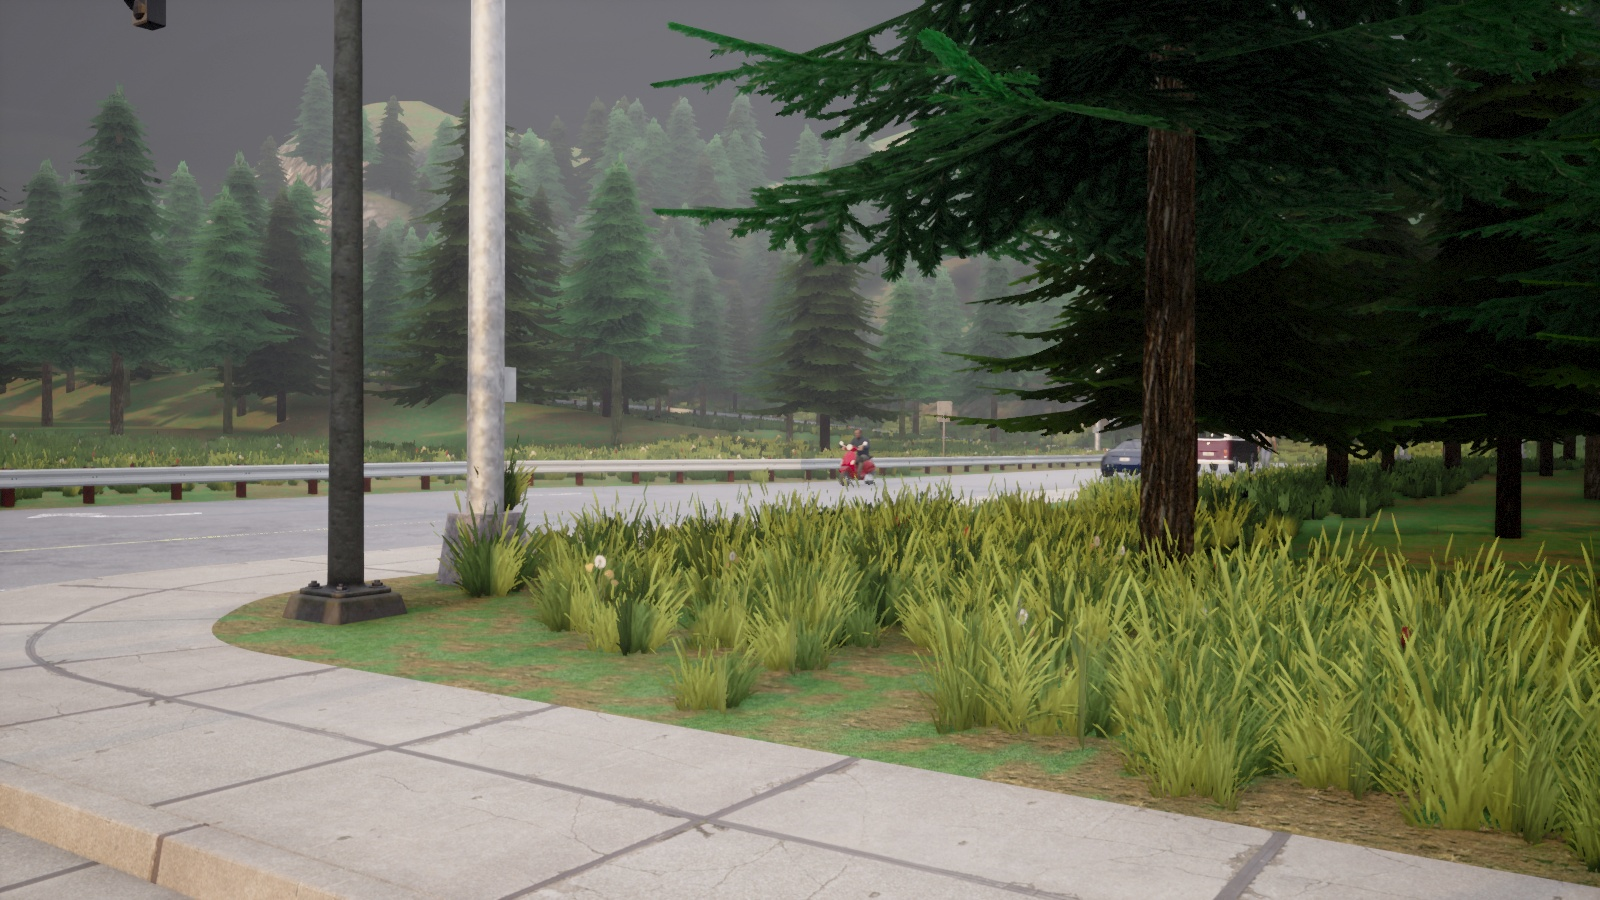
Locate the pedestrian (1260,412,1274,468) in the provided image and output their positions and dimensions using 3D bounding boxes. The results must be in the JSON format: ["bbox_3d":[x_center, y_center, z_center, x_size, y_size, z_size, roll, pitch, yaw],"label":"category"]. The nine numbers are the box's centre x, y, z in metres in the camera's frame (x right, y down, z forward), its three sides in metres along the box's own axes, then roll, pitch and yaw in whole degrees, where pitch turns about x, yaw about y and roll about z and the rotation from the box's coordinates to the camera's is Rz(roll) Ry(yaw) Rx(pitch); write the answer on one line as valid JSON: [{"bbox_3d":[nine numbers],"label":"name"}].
[{"bbox_3d":[15.454,-0.341,41.574,0.354,1.836,0.706,0,1,28],"label":"pedestrian"}]

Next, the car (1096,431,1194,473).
[{"bbox_3d":[12.145,0.056,44.047,1.994,1.385,4.181,0,1,35],"label":"car"}]

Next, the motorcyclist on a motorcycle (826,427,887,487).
[{"bbox_3d":[1.570,0.173,34.485,0.866,1.590,1.817,0,1,33],"label":"motorcyclist on a motorcycle"}]

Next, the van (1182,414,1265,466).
[{"bbox_3d":[17.456,-0.436,51.694,2.069,2.038,4.480,0,1,35],"label":"van"}]
